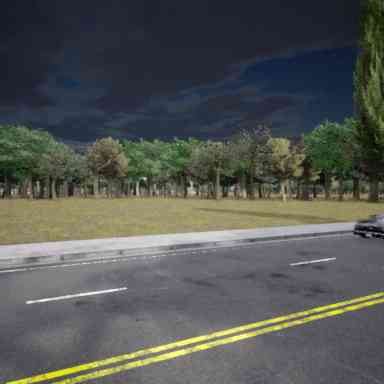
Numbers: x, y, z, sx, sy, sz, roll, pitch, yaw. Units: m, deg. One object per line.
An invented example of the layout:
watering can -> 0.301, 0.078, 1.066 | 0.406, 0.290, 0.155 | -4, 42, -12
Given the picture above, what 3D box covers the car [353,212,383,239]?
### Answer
car -> 10.253, 1.546, 16.185 | 5.357, 1.411, 2.033 | 0, 0, -29
